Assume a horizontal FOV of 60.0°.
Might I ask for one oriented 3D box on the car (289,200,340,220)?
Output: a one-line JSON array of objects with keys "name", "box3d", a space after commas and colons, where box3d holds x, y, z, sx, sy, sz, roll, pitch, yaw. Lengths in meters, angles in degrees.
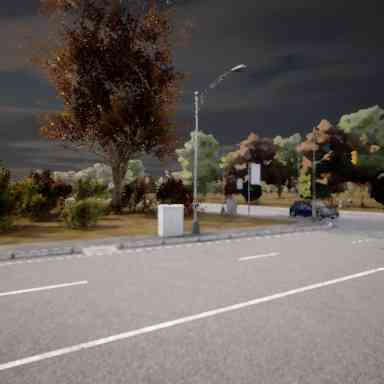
[{"name": "car", "box3d": [11.229, 1.568, 30.717, 2.097, 1.767, 4.553, 1, -1, -32]}]
